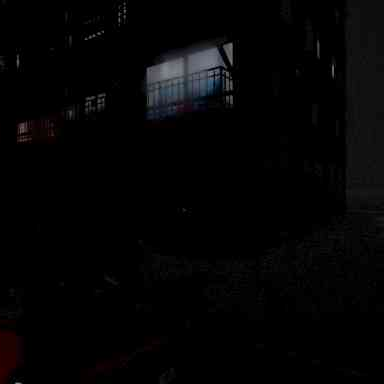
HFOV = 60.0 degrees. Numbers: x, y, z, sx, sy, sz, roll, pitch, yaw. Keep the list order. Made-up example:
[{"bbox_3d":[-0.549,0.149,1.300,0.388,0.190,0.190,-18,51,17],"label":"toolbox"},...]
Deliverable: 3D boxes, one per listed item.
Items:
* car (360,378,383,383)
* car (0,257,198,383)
[{"bbox_3d":[2.551,1.566,1.055,4.313,1.339,1.947,0,0,36],"label":"car"},{"bbox_3d":[-2.036,1.545,4.330,4.507,1.381,1.887,0,0,36],"label":"car"}]
